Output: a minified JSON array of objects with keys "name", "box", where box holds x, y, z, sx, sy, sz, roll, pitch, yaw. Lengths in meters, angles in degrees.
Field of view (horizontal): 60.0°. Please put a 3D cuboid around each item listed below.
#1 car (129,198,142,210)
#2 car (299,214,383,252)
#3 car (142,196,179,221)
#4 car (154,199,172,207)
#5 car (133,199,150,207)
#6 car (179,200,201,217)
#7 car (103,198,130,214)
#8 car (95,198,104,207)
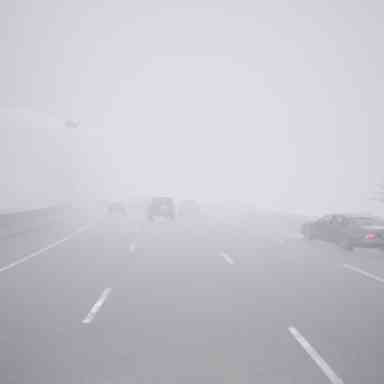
[{"name":"car","box":[-8.710,1.672,49.724,2.097,1.767,4.553,0,0,-20]},{"name":"car","box":[6.667,1.648,14.483,2.033,1.411,5.357,0,0,-8]},{"name":"car","box":[-2.917,1.415,29.523,2.150,2.045,5.566,1,0,-13]},{"name":"car","box":[-5.389,1.958,60.601,1.994,1.385,4.181,0,0,-23]},{"name":"car","box":[-9.158,1.955,60.449,1.994,1.385,4.181,0,0,-24]},{"name":"car","box":[-0.616,1.578,34.464,2.097,1.767,4.553,0,0,-14]},{"name":"car","box":[-8.841,1.740,38.715,2.128,1.511,4.902,0,0,-16]},{"name":"car","box":[-15.967,1.882,58.858,1.837,1.490,4.892,2,-1,-24]}]
